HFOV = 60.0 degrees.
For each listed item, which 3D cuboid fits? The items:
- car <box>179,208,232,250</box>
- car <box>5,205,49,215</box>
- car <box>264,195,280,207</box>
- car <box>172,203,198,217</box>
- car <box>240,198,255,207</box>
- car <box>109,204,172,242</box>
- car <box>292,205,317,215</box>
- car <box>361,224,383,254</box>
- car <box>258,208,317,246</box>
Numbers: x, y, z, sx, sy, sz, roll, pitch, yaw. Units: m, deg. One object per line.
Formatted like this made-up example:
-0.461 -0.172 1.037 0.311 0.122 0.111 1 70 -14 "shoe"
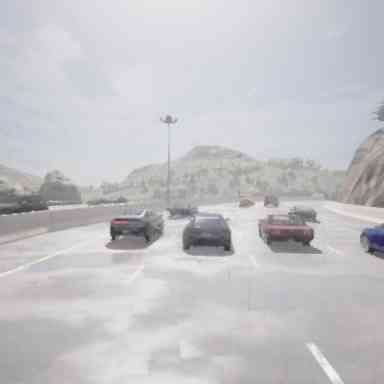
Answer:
0.727 1.617 14.775 1.994 1.385 4.181 0 0 5 "car"
-12.547 1.169 23.871 2.150 2.045 5.566 1 0 8 "car"
14.367 1.547 59.757 2.150 2.045 5.566 0 0 21 "car"
-0.685 1.690 31.608 1.895 1.301 4.718 1 0 12 "car"
9.461 1.744 56.512 1.882 1.535 5.008 0 0 20 "car"
-2.584 1.514 16.528 2.128 1.511 4.902 1 0 5 "car"
9.594 1.785 29.100 1.895 1.301 4.718 1 0 11 "car"
7.522 1.587 11.201 1.882 1.535 5.008 1 0 4 "car"
4.262 1.692 15.836 1.895 1.301 4.718 1 0 5 "car"
